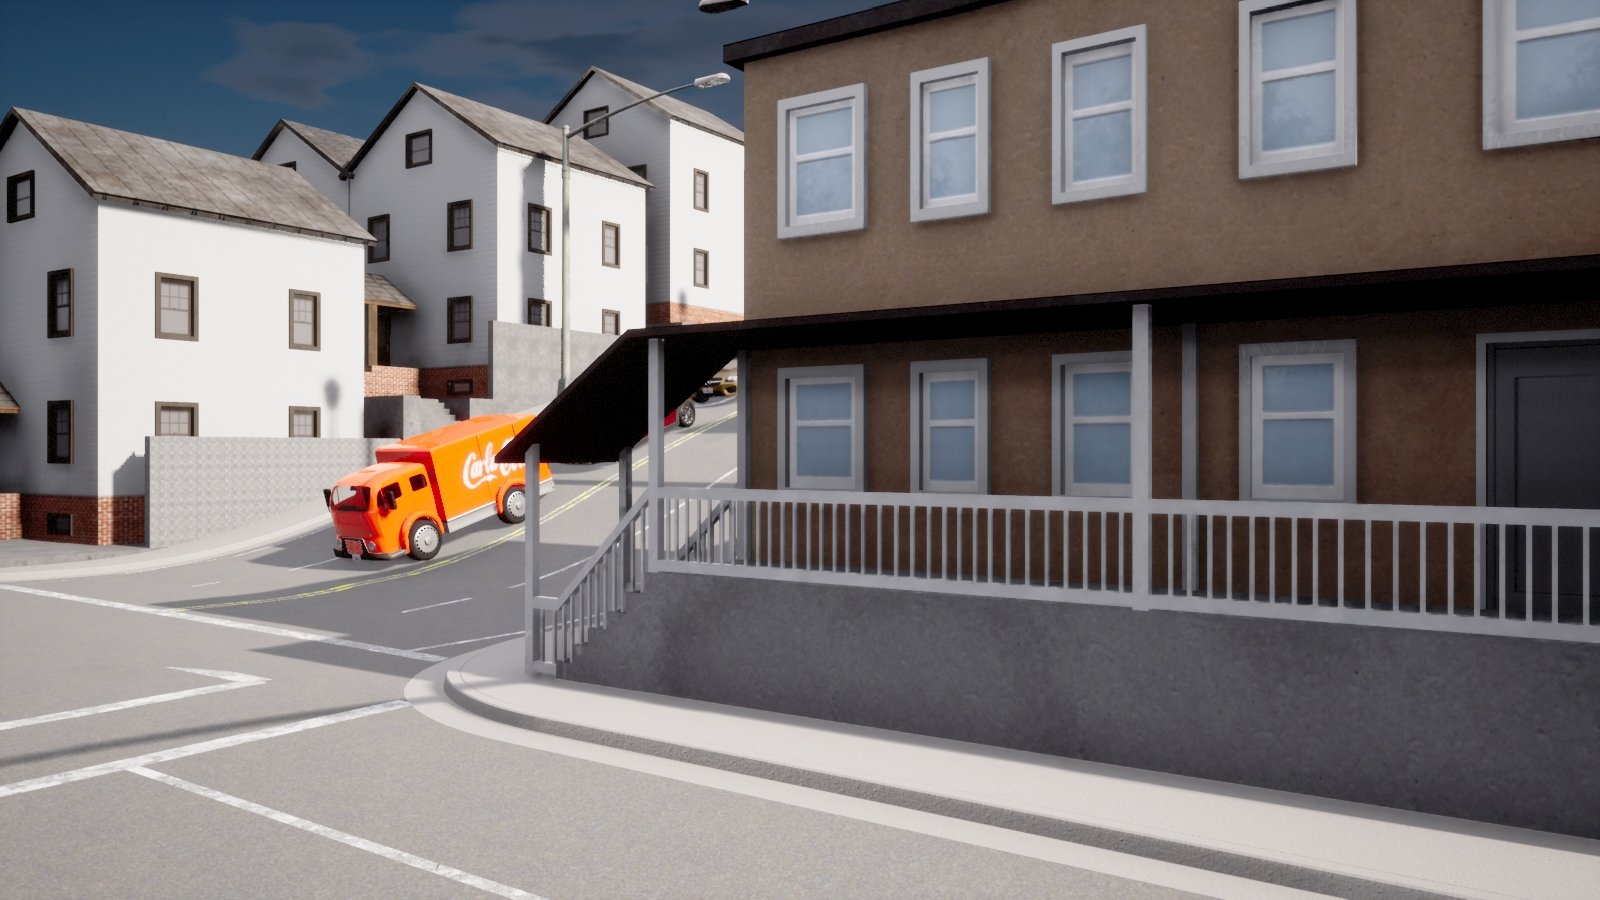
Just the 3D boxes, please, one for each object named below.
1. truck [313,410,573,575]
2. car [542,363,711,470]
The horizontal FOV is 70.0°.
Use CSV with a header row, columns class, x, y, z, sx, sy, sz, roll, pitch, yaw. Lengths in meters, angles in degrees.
class,x,y,z,sx,sy,sz,roll,pitch,yaw
truck,-8.532,0.881,27.907,2.627,2.467,5.204,0,16,34
car,-4.941,-1.040,33.205,2.097,1.767,4.553,0,19,34
